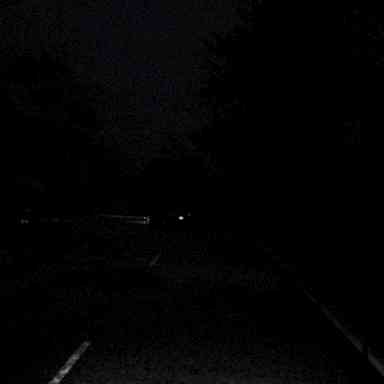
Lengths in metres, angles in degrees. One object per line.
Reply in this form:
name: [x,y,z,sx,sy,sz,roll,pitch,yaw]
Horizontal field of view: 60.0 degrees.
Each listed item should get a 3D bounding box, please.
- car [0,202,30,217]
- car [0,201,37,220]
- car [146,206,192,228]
car: [-17.539,1.563,30.140,4.718,1.301,1.895,1,-1,-4]
car: [-15.079,1.424,26.563,5.008,1.535,1.882,1,-1,-1]
car: [-1.657,1.618,22.777,1.994,1.385,4.181,1,-1,-28]
